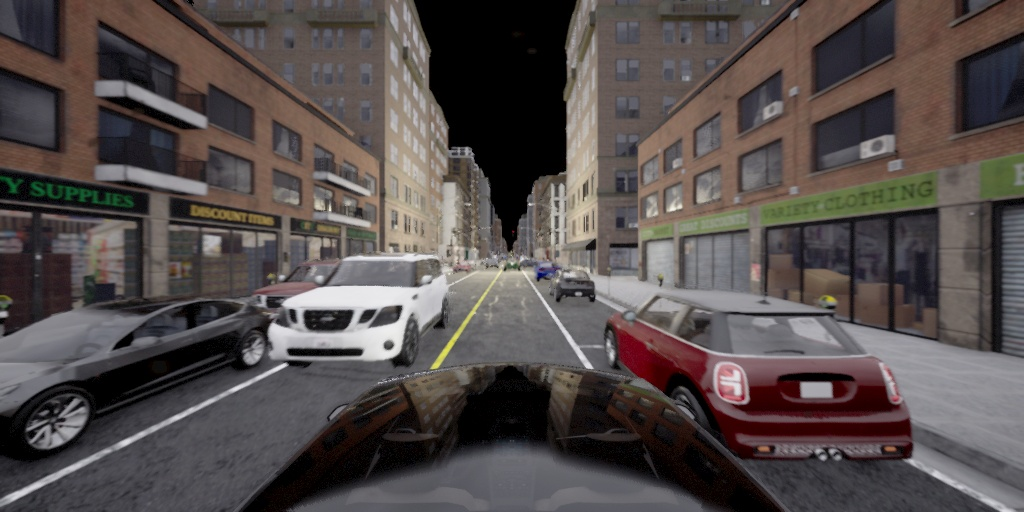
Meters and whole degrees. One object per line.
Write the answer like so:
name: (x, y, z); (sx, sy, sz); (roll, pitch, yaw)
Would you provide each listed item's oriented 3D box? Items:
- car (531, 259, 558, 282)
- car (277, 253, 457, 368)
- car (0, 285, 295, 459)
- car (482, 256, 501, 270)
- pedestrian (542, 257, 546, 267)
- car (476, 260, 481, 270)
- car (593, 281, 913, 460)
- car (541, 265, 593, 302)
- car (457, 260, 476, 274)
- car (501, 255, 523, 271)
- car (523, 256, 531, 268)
car: (2.752, 1.155, 28.125); (1.882, 1.535, 5.008); (0, 0, 0)
car: (-2.847, 0.953, 8.181); (2.150, 2.045, 5.566); (0, 0, 0)
car: (-5.387, 1.306, 5.045); (1.948, 1.339, 4.313); (0, 0, 0)
car: (-2.747, 1.110, 50.785); (1.837, 1.490, 4.892); (0, 0, 0)
pedestrian: (2.752, 0.962, 31.129); (0.375, 1.860, 0.375); (0, 0, -10)
car: (-5.385, 1.179, 44.817); (2.007, 1.370, 4.403); (0, 0, 0)
car: (2.638, 1.181, 5.049); (1.967, 1.591, 4.097); (0, 0, 0)
car: (2.639, 1.260, 16.412); (2.007, 1.370, 4.403); (0, 0, 0)
car: (-5.385, 1.227, 39.136); (1.802, 1.307, 4.207); (0, 0, 0)
car: (0.044, 0.980, 45.655); (2.097, 1.767, 4.553); (0, 0, 1)
car: (2.746, 1.158, 55.574); (5.357, 1.411, 2.033); (0, 0, -30)
